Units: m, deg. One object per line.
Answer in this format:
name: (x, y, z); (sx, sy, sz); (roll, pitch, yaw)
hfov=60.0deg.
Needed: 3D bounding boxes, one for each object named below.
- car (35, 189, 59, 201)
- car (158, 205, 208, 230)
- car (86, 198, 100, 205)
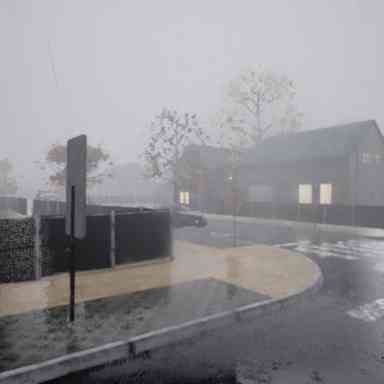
car: (-20.110, 0.611, 45.986); (2.150, 2.045, 5.566); (1, 0, -37)
car: (-0.914, 1.481, 20.542); (1.994, 1.385, 4.181); (1, 0, -37)
car: (-10.821, 1.330, 33.596); (2.128, 1.511, 4.902); (1, 0, -37)
